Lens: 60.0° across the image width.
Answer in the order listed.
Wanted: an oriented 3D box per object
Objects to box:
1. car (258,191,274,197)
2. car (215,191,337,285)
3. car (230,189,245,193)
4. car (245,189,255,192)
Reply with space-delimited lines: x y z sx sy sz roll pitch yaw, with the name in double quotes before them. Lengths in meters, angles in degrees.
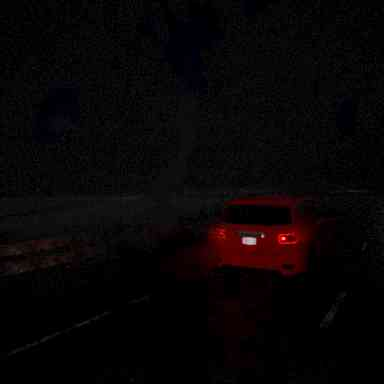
"car" 19.001 0.467 85.948 2.128 1.511 4.902 -2 0 -14
"car" 2.637 1.096 9.448 2.150 2.045 5.566 -1 1 31
"car" 13.237 0.568 94.109 2.033 1.411 5.357 -2 0 -19
"car" 15.800 0.535 84.219 1.837 1.490 4.892 -2 0 -14
